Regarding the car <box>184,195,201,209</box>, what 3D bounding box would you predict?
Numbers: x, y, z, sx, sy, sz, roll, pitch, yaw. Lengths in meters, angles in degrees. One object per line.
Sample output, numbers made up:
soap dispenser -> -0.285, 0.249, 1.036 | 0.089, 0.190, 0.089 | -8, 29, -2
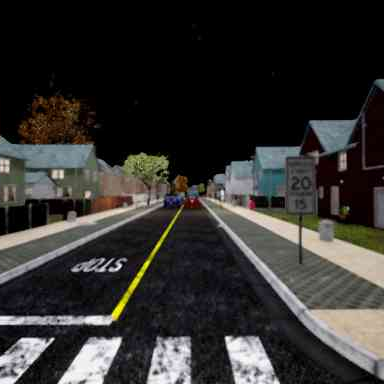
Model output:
car -> 0.040, 1.166, 41.744 | 2.097, 1.767, 4.553 | 0, 0, 0

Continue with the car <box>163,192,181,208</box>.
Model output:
car -> -2.705, 1.043, 45.918 | 2.150, 2.045, 5.566 | 0, 0, 0

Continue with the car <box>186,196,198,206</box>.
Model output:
car -> 0.052, 1.331, 51.787 | 1.812, 1.442, 4.674 | 0, 0, 0
